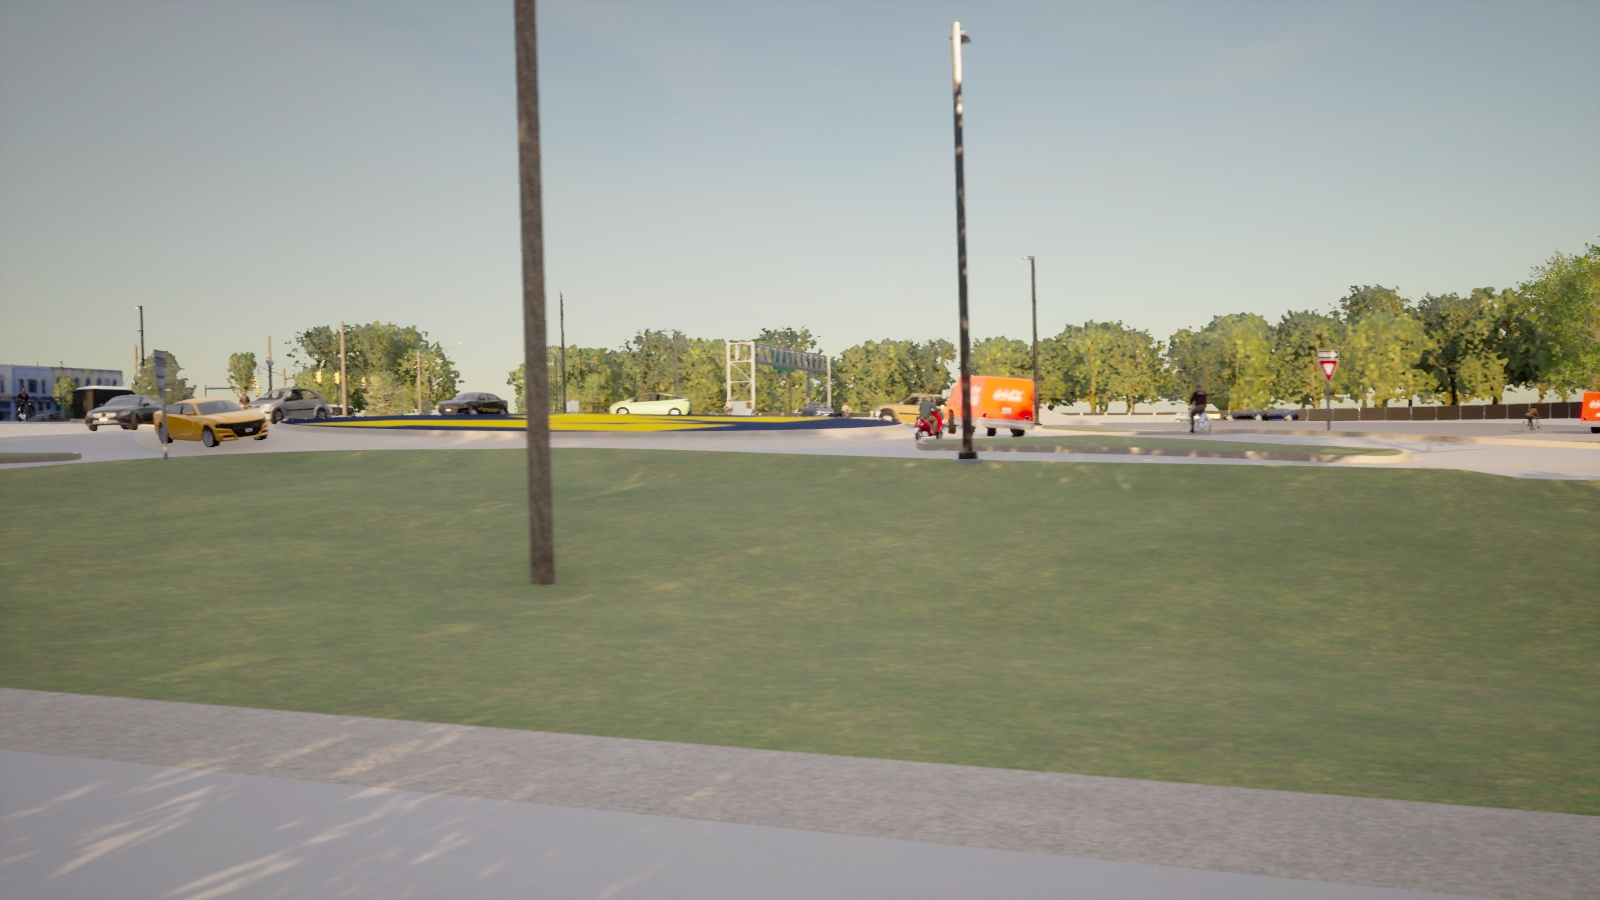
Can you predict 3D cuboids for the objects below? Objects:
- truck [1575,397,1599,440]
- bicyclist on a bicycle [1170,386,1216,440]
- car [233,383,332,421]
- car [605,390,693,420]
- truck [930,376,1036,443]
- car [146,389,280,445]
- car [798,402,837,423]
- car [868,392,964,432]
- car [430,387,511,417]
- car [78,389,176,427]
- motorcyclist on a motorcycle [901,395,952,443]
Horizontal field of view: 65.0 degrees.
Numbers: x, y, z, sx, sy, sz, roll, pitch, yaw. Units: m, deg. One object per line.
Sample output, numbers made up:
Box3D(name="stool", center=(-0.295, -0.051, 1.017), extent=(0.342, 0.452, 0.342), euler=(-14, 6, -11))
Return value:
Box3D(name="truck", center=(48.623, -1.783, 73.706), extent=(5.204, 2.467, 2.627), euler=(0, 3, -21))
Box3D(name="bicyclist on a bicycle", center=(13.269, -1.249, 42.433), extent=(0.659, 1.776, 1.843), euler=(-1, 1, -10))
Box3D(name="car", center=(-23.125, -2.175, 56.264), extent=(1.851, 1.617, 3.988), euler=(-1, 2, 21))
Box3D(name="car", center=(-8.232, -2.465, 68.766), extent=(4.514, 1.525, 2.007), euler=(1, 1, 1))
Box3D(name="truck", center=(7.584, -1.746, 52.734), extent=(2.627, 2.467, 5.204), euler=(4, 2, -11))
Box3D(name="car", center=(-19.787, -1.157, 42.222), extent=(5.008, 1.535, 1.882), euler=(3, 10, 38))
Box3D(name="car", center=(1.312, -2.820, 94.904), extent=(1.789, 1.549, 3.705), euler=(1, 1, -19))
Box3D(name="car", center=(6.089, -2.015, 66.018), extent=(4.605, 1.855, 1.932), euler=(4, 4, 31))
Box3D(name="car", center=(-17.761, -2.541, 67.962), extent=(1.882, 1.535, 5.008), euler=(0, 1, 16))
Box3D(name="car", center=(-27.972, -1.760, 52.342), extent=(1.812, 1.442, 4.674), euler=(-2, 2, -4))
Box3D(name="motorcyclist on a motorcycle", center=(4.337, -1.059, 43.075), extent=(0.866, 1.590, 1.817), euler=(3, 3, 38))
